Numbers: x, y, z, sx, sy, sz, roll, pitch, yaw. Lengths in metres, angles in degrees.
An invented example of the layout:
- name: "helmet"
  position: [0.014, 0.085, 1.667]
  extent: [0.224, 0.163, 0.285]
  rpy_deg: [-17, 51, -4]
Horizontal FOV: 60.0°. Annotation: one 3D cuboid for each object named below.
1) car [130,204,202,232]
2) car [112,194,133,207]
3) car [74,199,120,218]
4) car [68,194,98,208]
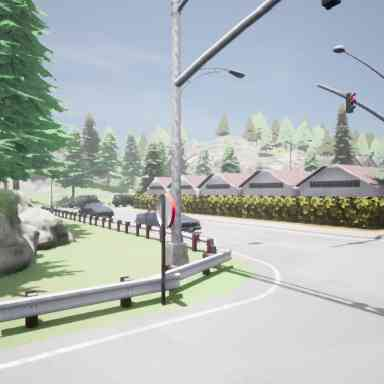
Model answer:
- name: "car"
  position: [-1.674, 1.739, 20.972]
  extent: [2.033, 1.411, 5.357]
  rpy_deg: [0, 0, -38]
- name: "car"
  position: [-10.393, 1.398, 54.114]
  extent: [2.150, 2.045, 5.566]
  rpy_deg: [0, 0, 37]
- name: "car"
  position: [-9.142, 1.738, 31.592]
  extent: [2.033, 1.411, 5.357]
  rpy_deg: [0, 0, -36]
- name: "car"
  position: [-16.406, 1.394, 50.561]
  extent: [2.150, 2.045, 5.566]
  rpy_deg: [0, 0, 18]
